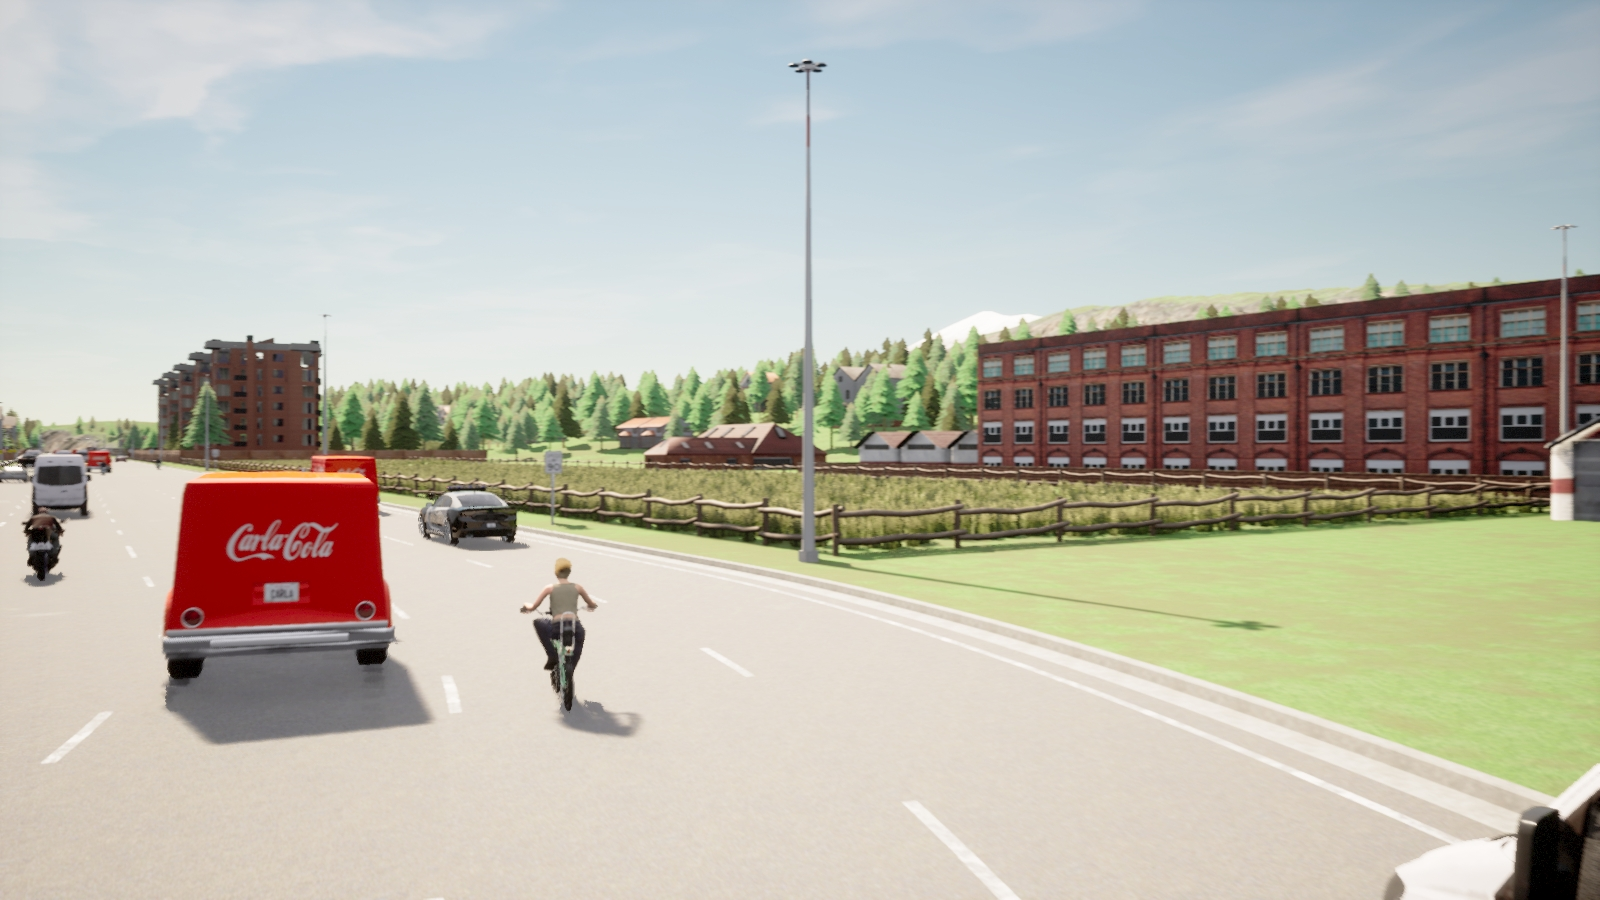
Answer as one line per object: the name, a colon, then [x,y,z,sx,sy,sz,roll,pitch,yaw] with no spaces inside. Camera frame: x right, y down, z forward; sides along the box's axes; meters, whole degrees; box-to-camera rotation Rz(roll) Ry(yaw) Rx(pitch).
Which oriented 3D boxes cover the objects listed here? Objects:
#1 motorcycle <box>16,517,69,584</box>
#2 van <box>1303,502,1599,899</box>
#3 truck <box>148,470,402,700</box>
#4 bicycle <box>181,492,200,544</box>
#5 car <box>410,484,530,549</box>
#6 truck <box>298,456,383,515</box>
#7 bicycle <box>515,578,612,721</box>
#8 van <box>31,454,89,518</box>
motorcycle: [-16.651,2.178,25.165,0.867,1.251,2.209,-1,0,-31]
van: [3.498,1.526,2.183,1.988,2.561,5.915,1,0,-6]
truck: [-7.060,1.546,15.553,2.627,2.467,5.204,1,0,-24]
bicycle: [-18.227,2.016,34.178,0.373,1.496,1.643,0,0,-32]
car: [-10.058,1.936,34.539,2.097,1.638,5.238,0,0,-32]
truck: [-20.655,1.507,51.211,2.627,2.467,5.204,0,0,-33]
bicycle: [-2.624,2.139,12.574,0.859,1.276,1.487,0,0,-19]
van: [-31.946,1.483,49.361,1.988,2.561,5.915,0,0,-32]
